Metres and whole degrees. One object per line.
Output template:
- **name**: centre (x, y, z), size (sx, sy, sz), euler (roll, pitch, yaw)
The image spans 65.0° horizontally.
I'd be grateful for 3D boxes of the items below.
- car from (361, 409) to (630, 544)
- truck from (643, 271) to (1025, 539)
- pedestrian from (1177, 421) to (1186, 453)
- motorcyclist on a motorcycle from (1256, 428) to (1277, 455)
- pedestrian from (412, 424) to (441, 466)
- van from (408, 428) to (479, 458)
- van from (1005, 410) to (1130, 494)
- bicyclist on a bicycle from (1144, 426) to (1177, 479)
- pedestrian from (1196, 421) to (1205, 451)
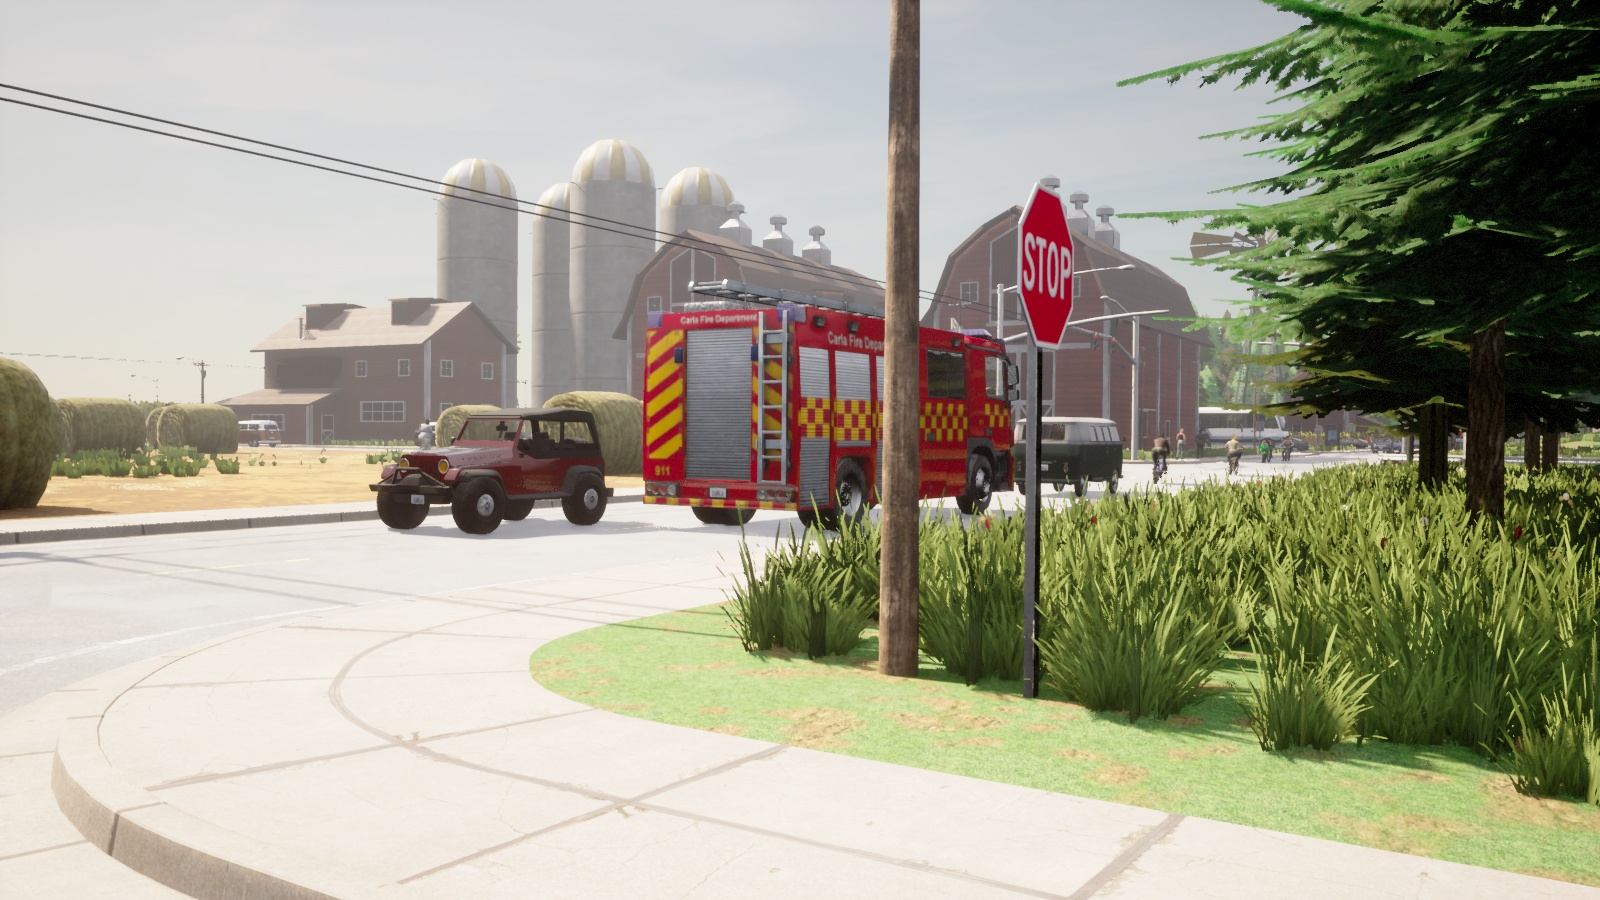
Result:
- **car**: centre (-4.638, 0.336, 19.657), size (1.905, 1.878, 3.866), euler (0, 1, 31)
- **truck**: centre (1.041, -0.713, 22.314), size (2.891, 3.827, 8.468), euler (0, 1, 32)
- **pedestrian**: centre (21.882, -0.761, 72.086), size (0.345, 1.836, 0.594), euler (0, 1, 34)
- **motorcyclist on a motorcycle**: centre (26.969, -0.487, 72.584), size (0.797, 1.523, 2.044), euler (0, 1, 31)
- **pedestrian**: centre (-16.901, -0.231, 56.831), size (0.874, 1.855, 0.900), euler (0, 1, 29)
- **van**: centre (-24.274, -0.484, 85.491), size (4.480, 2.038, 2.069), euler (0, 1, 30)
- **van**: centre (6.932, 0.016, 32.205), size (1.775, 1.987, 4.442), euler (0, 1, 31)
- **bicyclist on a bicycle**: centre (11.419, 0.074, 39.720), size (0.582, 1.620, 1.656), euler (0, 0, 31)
- **pedestrian**: centre (24.186, -0.833, 75.839), size (0.328, 1.805, 0.869), euler (0, 1, 31)
